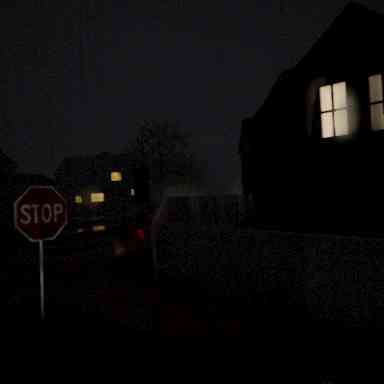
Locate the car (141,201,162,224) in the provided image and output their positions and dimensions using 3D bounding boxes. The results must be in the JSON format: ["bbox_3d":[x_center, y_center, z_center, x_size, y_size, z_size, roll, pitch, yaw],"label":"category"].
[{"bbox_3d":[-1.865,1.383,23.810,2.128,1.511,4.902,-3,-1,21],"label":"car"}]
